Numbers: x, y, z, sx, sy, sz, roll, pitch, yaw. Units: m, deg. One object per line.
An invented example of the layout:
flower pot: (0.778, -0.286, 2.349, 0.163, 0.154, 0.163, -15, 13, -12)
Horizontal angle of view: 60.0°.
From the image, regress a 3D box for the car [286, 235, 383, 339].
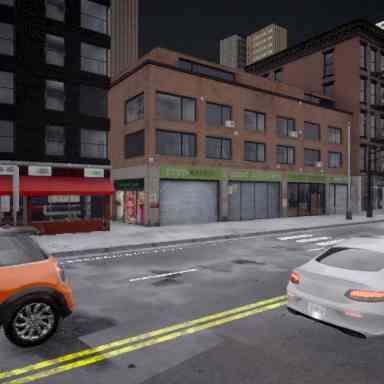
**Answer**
car: (3.719, 1.526, 6.094, 4.674, 1.442, 1.812, 0, 0, -34)

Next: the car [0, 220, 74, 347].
car: (-4.183, 1.351, 4.694, 4.553, 1.767, 2.097, 0, 0, -36)
